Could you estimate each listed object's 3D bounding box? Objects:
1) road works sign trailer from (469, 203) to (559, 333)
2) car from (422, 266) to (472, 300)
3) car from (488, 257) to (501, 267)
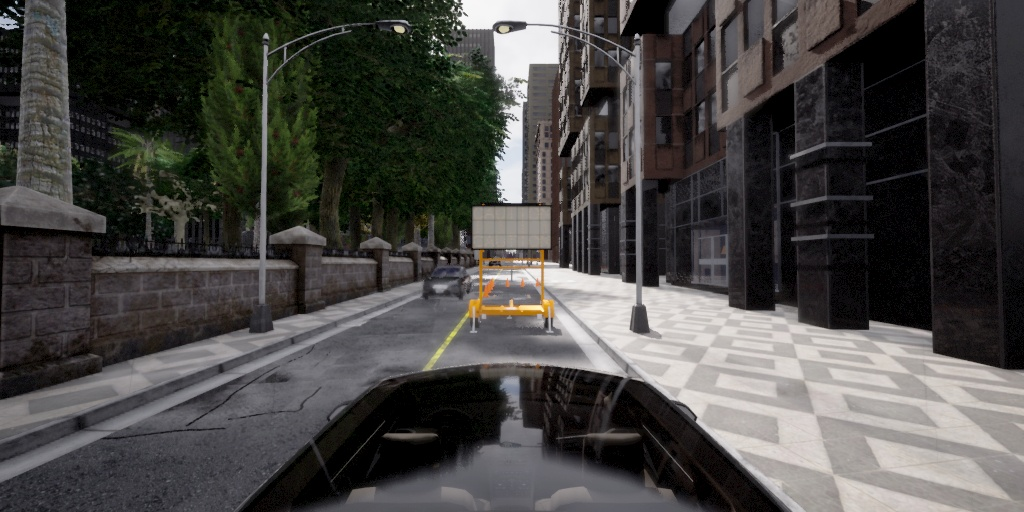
[{"bbox_3d":[-0.009,0.221,10.757,2.380,3.560,2.880,0,0,0],"label":"road works sign trailer"},{"bbox_3d":[-3.119,1.257,17.913,2.128,1.511,4.902,0,0,0],"label":"car"},{"bbox_3d":[-3.079,1.102,64.668,2.150,2.045,5.566,0,0,0],"label":"car"}]
